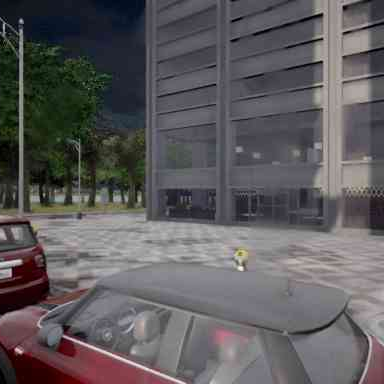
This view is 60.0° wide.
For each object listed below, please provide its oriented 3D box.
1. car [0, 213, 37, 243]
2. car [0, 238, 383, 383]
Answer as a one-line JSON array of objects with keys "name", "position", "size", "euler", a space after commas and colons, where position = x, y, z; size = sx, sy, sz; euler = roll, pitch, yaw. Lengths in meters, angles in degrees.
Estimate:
[{"name": "car", "position": [-4.780, 1.313, 6.367], "size": [5.009, 1.841, 2.192], "euler": [0, 0, 35]}, {"name": "car", "position": [-0.351, 1.439, 3.212], "size": [4.097, 1.590, 1.967], "euler": [0, 0, 35]}]
